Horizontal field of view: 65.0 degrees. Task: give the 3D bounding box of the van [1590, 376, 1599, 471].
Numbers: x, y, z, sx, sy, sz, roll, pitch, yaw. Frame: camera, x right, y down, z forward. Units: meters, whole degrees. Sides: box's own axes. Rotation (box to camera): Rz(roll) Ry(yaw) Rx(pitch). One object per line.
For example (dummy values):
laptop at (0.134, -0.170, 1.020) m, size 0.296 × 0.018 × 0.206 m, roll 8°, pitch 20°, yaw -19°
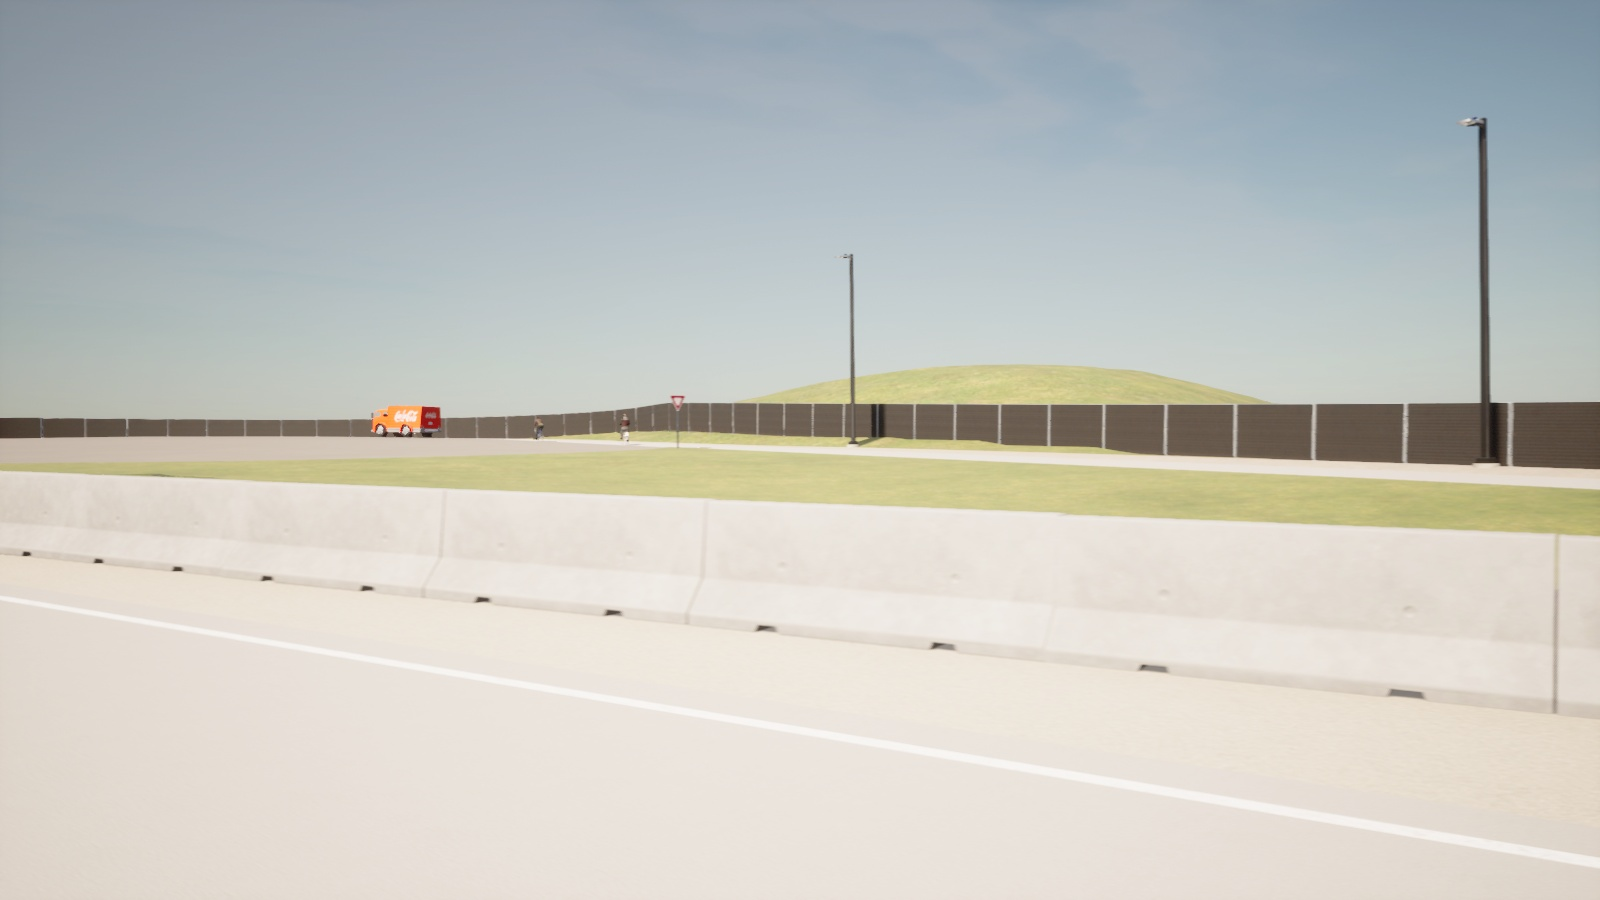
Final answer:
van at (18.502, -0.547, 24.929) m, size 1.775 × 1.987 × 4.442 m, roll -2°, pitch 2°, yaw -29°
